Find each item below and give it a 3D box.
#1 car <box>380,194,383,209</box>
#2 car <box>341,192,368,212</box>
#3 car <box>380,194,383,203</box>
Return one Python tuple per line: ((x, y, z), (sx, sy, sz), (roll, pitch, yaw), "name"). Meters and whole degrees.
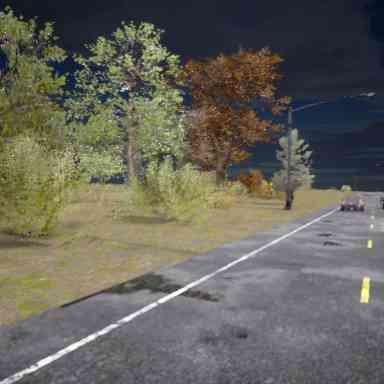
((23.266, 1.239, 38.657), (1.812, 1.442, 4.674), (1, 1, 29), "car")
((16.592, 1.062, 34.178), (2.097, 1.767, 4.553), (1, 1, 29), "car")
((33.604, 1.115, 57.465), (2.033, 1.411, 5.357), (1, 1, 30), "car")
